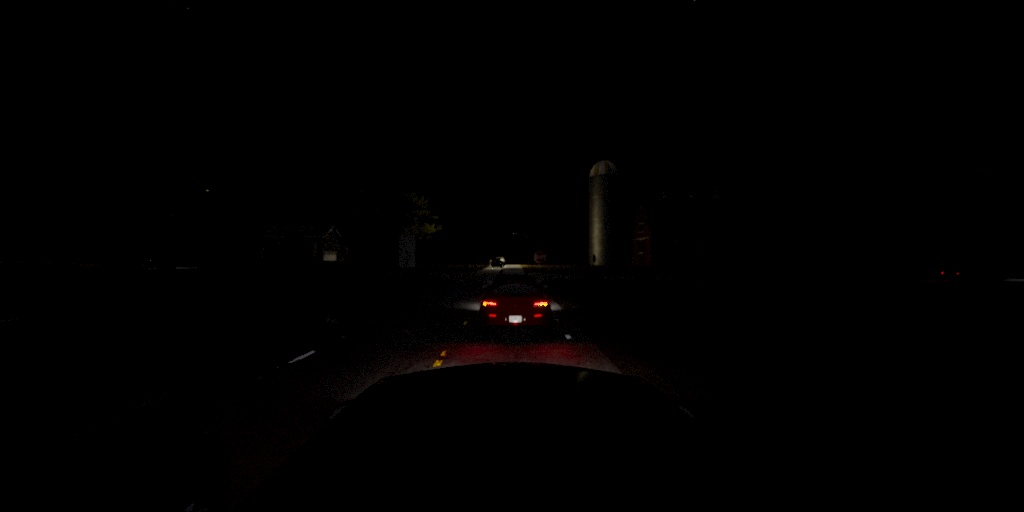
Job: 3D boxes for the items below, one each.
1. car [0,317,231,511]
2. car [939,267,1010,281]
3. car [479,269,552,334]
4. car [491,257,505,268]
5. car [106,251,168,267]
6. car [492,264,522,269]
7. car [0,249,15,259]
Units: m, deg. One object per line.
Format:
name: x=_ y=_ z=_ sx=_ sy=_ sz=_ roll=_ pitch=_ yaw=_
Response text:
car: x=-2.850 y=1.105 z=0.339 sx=2.097 sy=1.767 sz=4.553 roll=0 pitch=0 yaw=0
car: x=44.843 y=1.723 z=34.803 sx=4.718 sy=1.301 sz=1.895 roll=0 pitch=0 yaw=0
car: x=0.095 y=1.260 z=10.412 sx=1.812 sy=1.442 sz=4.674 roll=0 pitch=0 yaw=0
car: x=-2.738 y=1.358 z=65.083 sx=1.882 sy=1.535 sz=5.008 roll=0 pitch=0 yaw=1
car: x=-36.129 y=0.328 z=34.580 sx=4.892 sy=1.490 sz=1.837 roll=2 pitch=0 yaw=0
car: x=0.079 y=1.330 z=20.415 sx=1.895 sy=1.301 sz=4.718 roll=0 pitch=0 yaw=1
car: x=-51.803 y=-0.506 z=34.637 sx=5.357 sy=1.411 sz=2.033 roll=2 pitch=0 yaw=0
